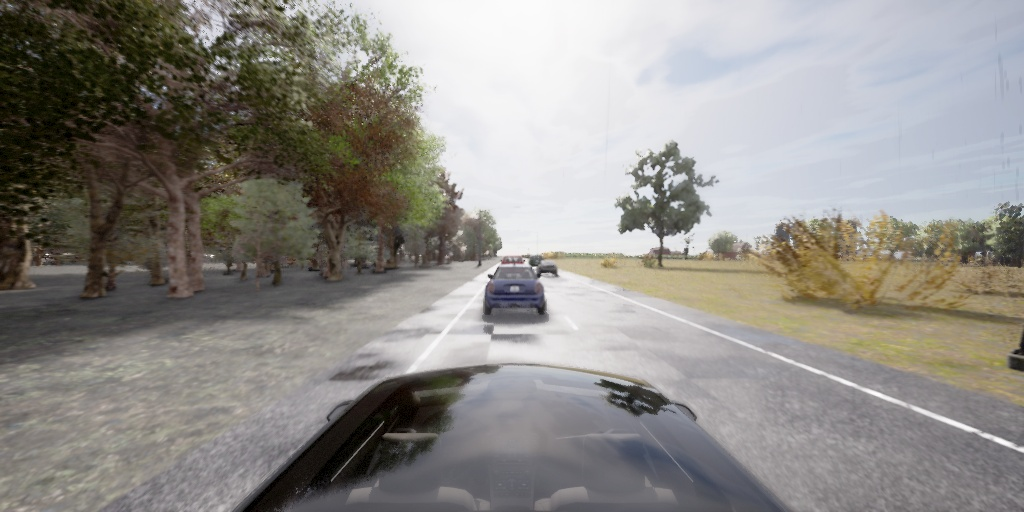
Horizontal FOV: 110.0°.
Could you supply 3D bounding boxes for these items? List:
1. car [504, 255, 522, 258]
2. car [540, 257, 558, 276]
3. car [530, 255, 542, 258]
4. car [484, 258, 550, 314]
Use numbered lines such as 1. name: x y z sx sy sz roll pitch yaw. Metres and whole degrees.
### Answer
1. car: 0.080 0.919 33.132 2.150 2.045 5.566 0 0 0
2. car: 3.496 1.194 35.828 1.837 1.490 4.892 0 1 0
3. car: 3.537 0.876 53.364 2.150 2.045 5.566 0 0 0
4. car: 0.092 1.084 13.856 2.097 1.767 4.553 0 0 0
